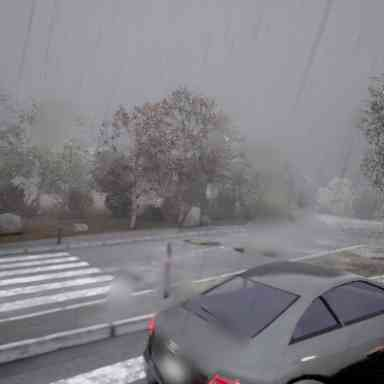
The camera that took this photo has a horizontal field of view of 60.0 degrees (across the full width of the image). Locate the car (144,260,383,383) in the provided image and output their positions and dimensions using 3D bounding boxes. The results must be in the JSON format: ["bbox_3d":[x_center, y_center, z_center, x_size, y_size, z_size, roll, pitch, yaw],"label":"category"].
[{"bbox_3d":[1.550,1.581,4.050,4.181,1.385,1.994,0,-1,-31],"label":"car"}]
